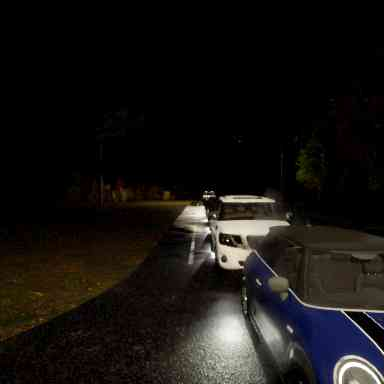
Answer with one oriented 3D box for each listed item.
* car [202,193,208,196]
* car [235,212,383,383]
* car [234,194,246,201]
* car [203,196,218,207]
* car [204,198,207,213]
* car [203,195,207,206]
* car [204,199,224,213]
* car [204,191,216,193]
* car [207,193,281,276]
[{"bbox_3d":[2.460,1.275,41.585,2.128,1.511,4.902,0,0,2],"label":"car"},{"bbox_3d":[1.940,1.338,4.143,2.097,1.767,4.553,0,0,0],"label":"car"},{"bbox_3d":[10.114,1.198,69.956,1.994,1.385,4.181,0,0,1],"label":"car"},{"bbox_3d":[2.646,1.314,47.994,1.994,1.385,4.181,0,0,2],"label":"car"},{"bbox_3d":[2.012,1.380,23.076,1.837,1.490,4.892,0,0,1],"label":"car"},{"bbox_3d":[2.158,1.322,29.330,1.882,1.535,5.008,0,0,1],"label":"car"},{"bbox_3d":[2.303,1.415,35.419,1.895,1.301,4.718,0,0,1],"label":"car"},{"bbox_3d":[2.833,0.938,54.427,2.150,2.045,5.566,0,0,2],"label":"car"},{"bbox_3d":[1.727,1.160,10.489,2.150,2.045,5.566,0,0,1],"label":"car"}]
